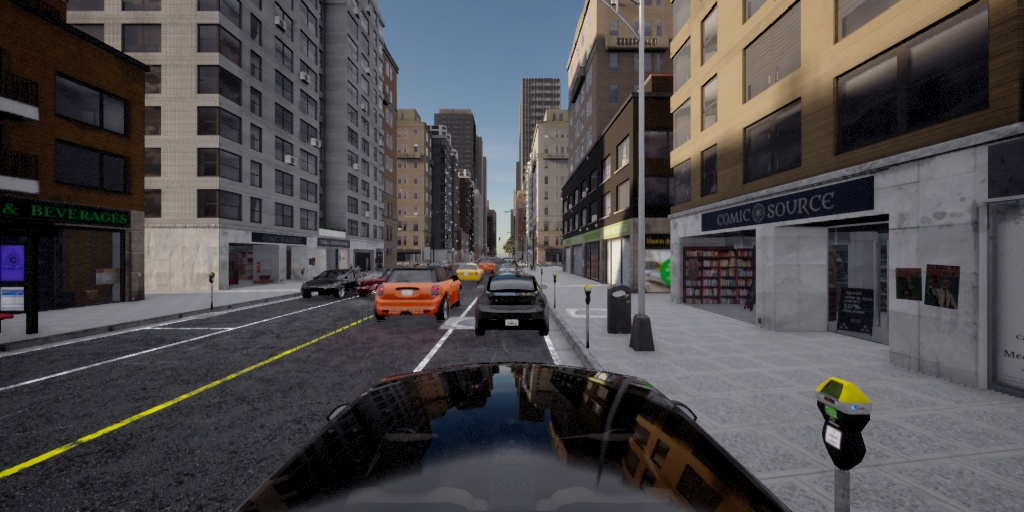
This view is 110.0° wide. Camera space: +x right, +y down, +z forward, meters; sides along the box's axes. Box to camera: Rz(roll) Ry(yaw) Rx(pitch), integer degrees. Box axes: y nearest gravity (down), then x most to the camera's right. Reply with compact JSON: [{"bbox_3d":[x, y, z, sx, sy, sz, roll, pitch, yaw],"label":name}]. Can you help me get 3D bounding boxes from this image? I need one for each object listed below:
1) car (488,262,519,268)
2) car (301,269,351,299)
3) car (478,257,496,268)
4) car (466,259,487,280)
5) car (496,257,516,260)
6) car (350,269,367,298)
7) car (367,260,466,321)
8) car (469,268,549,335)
[{"bbox_3d":[-0.288,1.301,23.738,2.007,1.370,4.403,0,0,0],"label":"car"},{"bbox_3d":[-8.813,1.316,18.202,1.948,1.339,4.313,0,0,0],"label":"car"},{"bbox_3d":[-3.046,1.103,42.894,2.097,1.767,4.553,0,0,0],"label":"car"},{"bbox_3d":[-3.146,1.206,27.105,1.801,1.575,5.366,0,0,0],"label":"car"},{"bbox_3d":[-0.288,1.066,40.309,2.192,1.841,5.009,0,0,0],"label":"car"},{"bbox_3d":[-6.252,1.351,18.577,1.895,1.301,4.718,0,0,0],"label":"car"},{"bbox_3d":[-3.047,1.102,12.560,2.097,1.767,4.553,0,0,0],"label":"car"},{"bbox_3d":[0.000,1.254,10.500,1.837,1.490,4.892,0,0,0],"label":"car"}]
